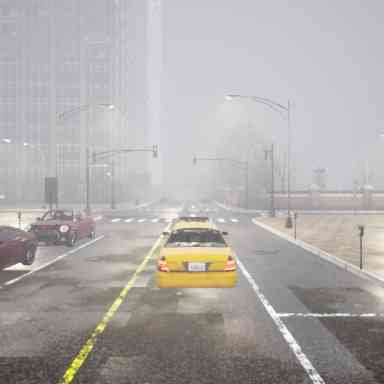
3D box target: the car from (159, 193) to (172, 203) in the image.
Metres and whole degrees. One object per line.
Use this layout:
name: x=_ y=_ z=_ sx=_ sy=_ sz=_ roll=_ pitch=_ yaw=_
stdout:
car: x=-5.899 y=1.485 z=69.165 sx=1.947 sy=1.339 sz=4.313 roll=0 pitch=0 yaw=0

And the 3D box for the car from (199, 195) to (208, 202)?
car: x=2.622 y=1.454 z=74.788 sx=1.887 sy=1.381 sz=4.507 roll=0 pitch=0 yaw=0

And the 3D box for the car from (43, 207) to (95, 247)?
car: x=-5.704 y=1.433 z=14.642 sx=1.967 sy=1.590 sz=4.097 roll=0 pitch=0 yaw=0

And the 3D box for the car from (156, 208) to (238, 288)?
car: x=0.090 y=1.454 z=9.150 sx=1.801 sy=1.575 sz=5.366 roll=0 pitch=0 yaw=0

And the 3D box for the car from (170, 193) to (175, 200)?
car: x=-5.913 y=1.324 z=85.848 sx=1.967 sy=1.590 sz=4.097 roll=0 pitch=0 yaw=0

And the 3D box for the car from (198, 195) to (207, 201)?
car: x=2.617 y=1.448 z=80.349 sx=2.008 sy=1.369 sz=4.403 roll=0 pitch=0 yaw=0

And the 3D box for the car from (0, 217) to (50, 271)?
car: x=-5.699 y=1.579 z=8.949 sx=1.802 sy=1.307 sz=4.206 roll=0 pitch=0 yaw=0

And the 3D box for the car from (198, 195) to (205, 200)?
car: x=2.607 y=1.411 z=91.470 sx=1.887 sy=1.381 sz=4.507 roll=0 pitch=0 yaw=0

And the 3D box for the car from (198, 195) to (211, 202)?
car: x=2.693 y=1.492 z=63.674 sx=1.947 sy=1.339 sz=4.313 roll=0 pitch=0 yaw=0

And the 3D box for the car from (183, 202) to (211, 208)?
car: x=0.098 y=1.535 z=19.413 sx=2.033 sy=1.411 sz=5.357 roll=0 pitch=0 yaw=0

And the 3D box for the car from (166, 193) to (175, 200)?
car: x=-5.917 y=1.181 z=91.407 sx=2.192 sy=1.841 sz=5.009 roll=0 pitch=0 yaw=0
